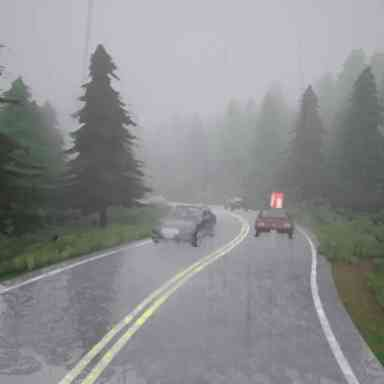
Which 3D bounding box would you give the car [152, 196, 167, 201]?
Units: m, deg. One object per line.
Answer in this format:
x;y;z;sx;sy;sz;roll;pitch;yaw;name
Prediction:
-5.495;1.318;53.195;1.812;1.442;4.674;-2;1;-28;car

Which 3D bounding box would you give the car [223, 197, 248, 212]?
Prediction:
4.650;1.311;36.369;1.837;1.490;4.892;0;0;-10;car

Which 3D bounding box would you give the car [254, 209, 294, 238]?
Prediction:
4.407;1.587;18.053;1.895;1.301;4.718;2;1;13;car

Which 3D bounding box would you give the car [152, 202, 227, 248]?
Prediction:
-0.140;1.362;14.515;2.128;1.511;4.902;3;1;16;car
